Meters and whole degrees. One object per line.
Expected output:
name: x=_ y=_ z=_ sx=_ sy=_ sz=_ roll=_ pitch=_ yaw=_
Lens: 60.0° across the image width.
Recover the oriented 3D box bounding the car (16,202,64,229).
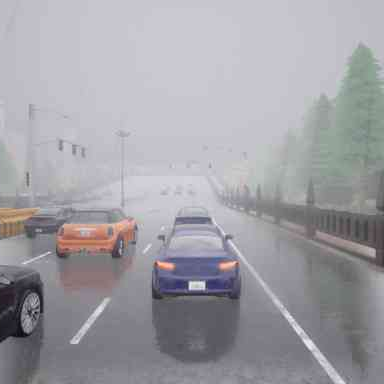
car: x=-6.940 y=1.505 z=17.477 sx=1.837 sy=1.490 sz=4.892 roll=0 pitch=0 yaw=0

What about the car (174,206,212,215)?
car: x=0.062 y=1.478 z=17.636 sx=1.882 sy=1.535 sz=5.008 roll=0 pitch=0 yaw=0

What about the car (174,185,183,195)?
car: x=-3.598 y=-0.047 z=86.036 sx=1.837 sy=1.490 sz=4.892 roll=0 pitch=7 yaw=0

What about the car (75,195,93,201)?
car: x=-21.159 y=1.507 z=63.181 sx=2.033 sy=1.411 sz=5.357 roll=0 pitch=1 yaw=0

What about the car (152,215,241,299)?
car: x=0.083 y=1.526 z=8.305 sx=1.812 sy=1.442 sz=4.674 roll=0 pitch=0 yaw=0

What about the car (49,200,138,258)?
car: x=-3.428 y=1.352 z=12.836 sx=2.097 sy=1.767 sz=4.553 roll=0 pitch=0 yaw=0

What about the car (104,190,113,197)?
car: x=-21.108 y=0.300 z=83.145 sx=2.128 sy=1.511 sz=4.902 roll=0 pitch=6 yaw=0

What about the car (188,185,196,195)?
car: x=-0.098 y=-0.069 z=86.023 sx=1.882 sy=1.535 sz=5.008 roll=0 pitch=7 yaw=0

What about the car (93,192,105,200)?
car: x=-21.143 y=1.149 z=72.917 sx=1.994 sy=1.385 sz=4.181 roll=0 pitch=3 yaw=0

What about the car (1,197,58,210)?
car: x=-17.691 y=1.547 z=36.060 sx=5.357 sy=1.411 sz=2.033 roll=0 pitch=0 yaw=-20

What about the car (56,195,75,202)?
car: x=-21.189 y=1.351 z=53.797 sx=2.097 sy=1.767 sz=4.553 roll=0 pitch=0 yaw=0

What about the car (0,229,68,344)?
car: x=-3.410 y=1.492 z=3.720 sx=2.128 sy=1.511 sz=4.902 roll=0 pitch=0 yaw=0

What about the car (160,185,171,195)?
car: x=-7.098 y=-0.054 z=86.168 sx=1.837 sy=1.490 sz=4.892 roll=0 pitch=7 yaw=0
